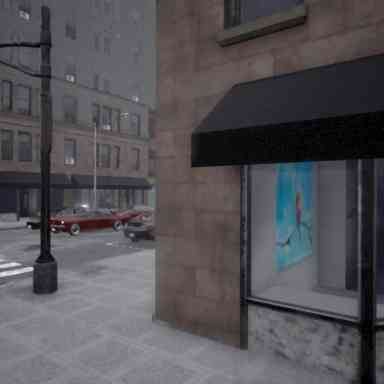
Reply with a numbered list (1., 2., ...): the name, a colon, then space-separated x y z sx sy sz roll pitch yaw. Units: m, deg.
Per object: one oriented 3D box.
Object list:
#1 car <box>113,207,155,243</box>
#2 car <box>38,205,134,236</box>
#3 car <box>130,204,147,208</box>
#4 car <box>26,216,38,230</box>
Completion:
1. car: -1.253 1.572 15.686 2.008 1.369 4.403 0 0 35
2. car: -5.797 1.605 18.767 1.895 1.301 4.718 0 0 35
3. car: -4.503 1.582 24.966 1.802 1.307 4.206 0 0 35
4. car: -7.795 1.562 20.335 1.947 1.339 4.313 0 0 35
